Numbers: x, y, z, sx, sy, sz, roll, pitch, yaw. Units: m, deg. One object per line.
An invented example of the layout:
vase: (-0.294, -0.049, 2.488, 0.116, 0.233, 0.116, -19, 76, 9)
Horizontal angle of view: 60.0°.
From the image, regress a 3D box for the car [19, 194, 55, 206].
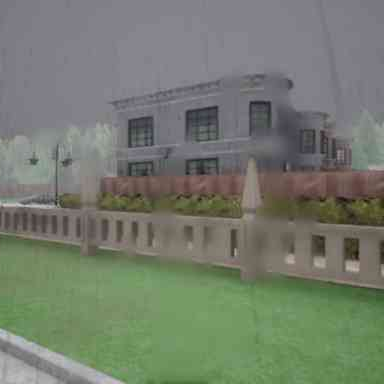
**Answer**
car: (-20.364, 1.046, 44.167, 1.837, 1.490, 4.892, 0, 1, 34)
